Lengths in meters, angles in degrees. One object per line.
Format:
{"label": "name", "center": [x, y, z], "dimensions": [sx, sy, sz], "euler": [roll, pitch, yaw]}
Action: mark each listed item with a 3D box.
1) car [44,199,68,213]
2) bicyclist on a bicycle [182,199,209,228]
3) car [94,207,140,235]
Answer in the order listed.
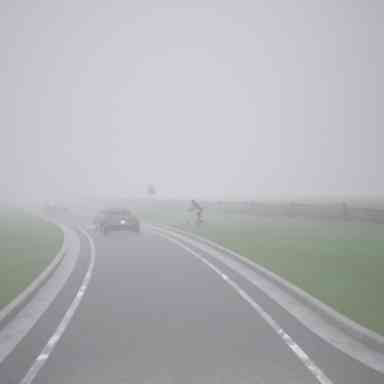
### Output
{"label": "car", "center": [-15.273, 1.492, 37.474], "dimensions": [1.812, 1.442, 4.674], "euler": [0, 0, -32]}
{"label": "bicyclist on a bicycle", "center": [0.194, 1.234, 18.915], "dimensions": [1.656, 1.620, 0.582], "euler": [-1, 0, -22]}
{"label": "car", "center": [-4.358, 1.525, 18.975], "dimensions": [1.994, 1.385, 4.181], "euler": [0, 0, -23]}
